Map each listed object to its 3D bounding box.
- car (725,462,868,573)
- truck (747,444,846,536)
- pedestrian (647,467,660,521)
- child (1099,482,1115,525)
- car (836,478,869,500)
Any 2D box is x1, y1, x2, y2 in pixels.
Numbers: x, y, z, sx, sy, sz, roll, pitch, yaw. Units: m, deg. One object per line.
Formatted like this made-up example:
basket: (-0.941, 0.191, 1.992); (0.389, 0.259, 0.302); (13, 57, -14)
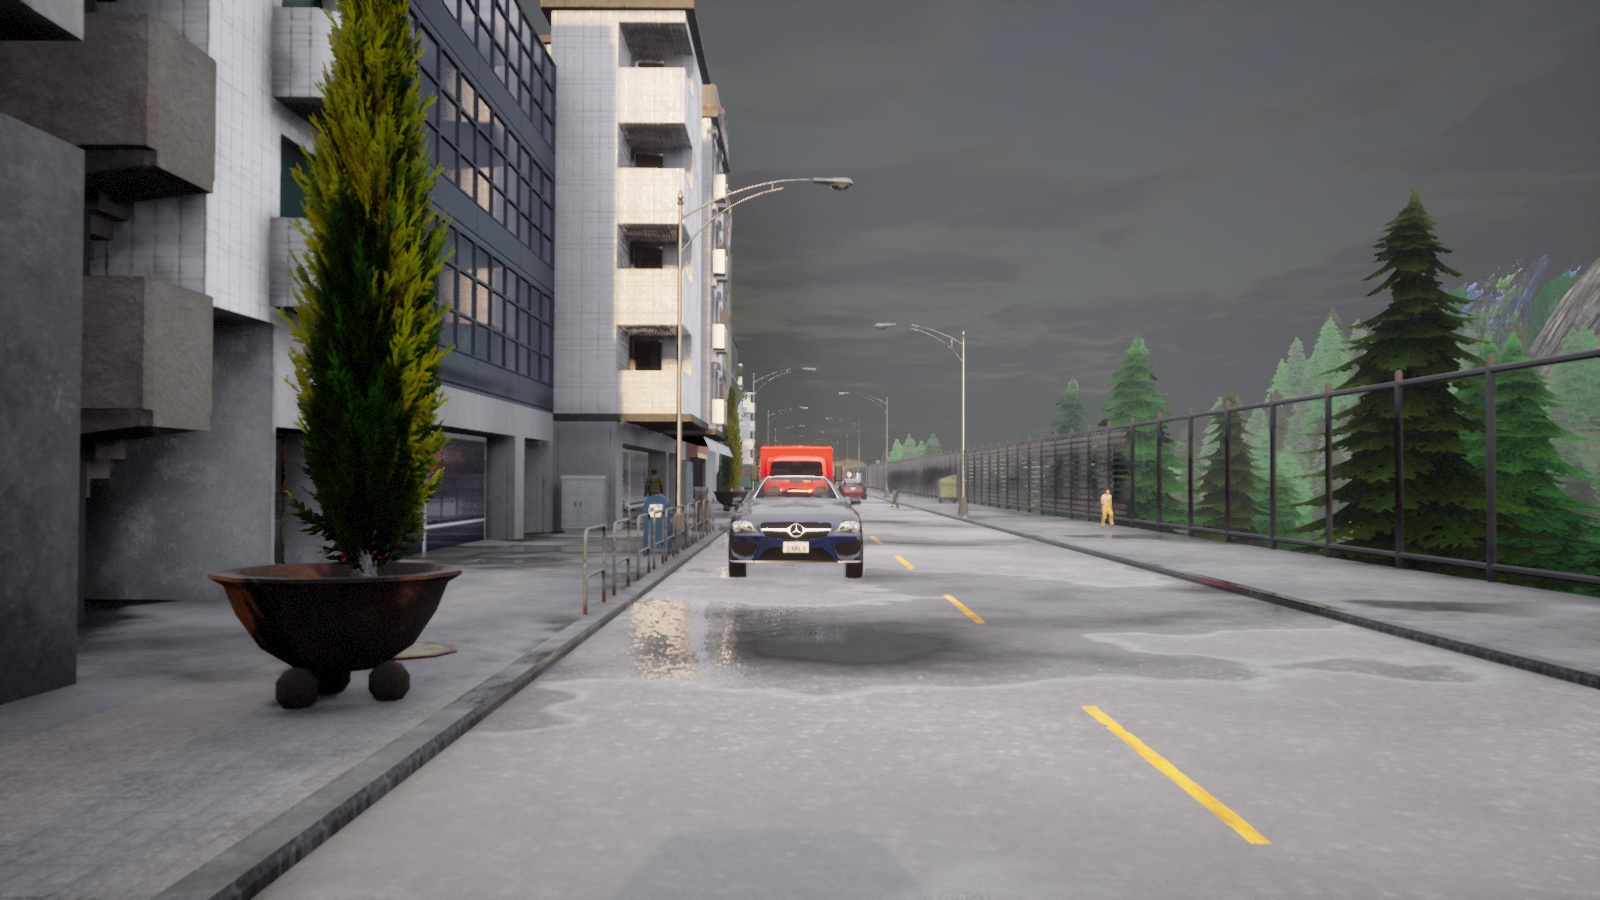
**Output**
car: (-0.058, 1.072, 21.376); (2.152, 1.651, 5.027); (0, -1, 0)
truck: (-0.098, 1.133, 36.244); (2.627, 2.467, 5.204); (0, -1, 0)
pedestrian: (-4.991, 1.493, 42.797); (0.370, 1.835, 0.726); (0, -1, 0)
child: (9.101, 1.595, 37.248); (0.270, 1.263, 0.437); (0, -1, -12)
car: (3.760, 2.802, 90.802); (2.163, 1.488, 4.792); (0, -1, 0)
